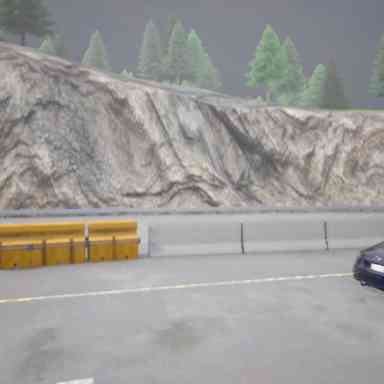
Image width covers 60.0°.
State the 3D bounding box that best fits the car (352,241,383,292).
[{"bbox_3d":[5.779,1.535,7.337,4.181,1.385,1.994,0,0,-13],"label":"car"}]
